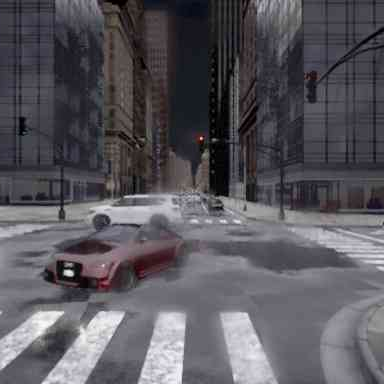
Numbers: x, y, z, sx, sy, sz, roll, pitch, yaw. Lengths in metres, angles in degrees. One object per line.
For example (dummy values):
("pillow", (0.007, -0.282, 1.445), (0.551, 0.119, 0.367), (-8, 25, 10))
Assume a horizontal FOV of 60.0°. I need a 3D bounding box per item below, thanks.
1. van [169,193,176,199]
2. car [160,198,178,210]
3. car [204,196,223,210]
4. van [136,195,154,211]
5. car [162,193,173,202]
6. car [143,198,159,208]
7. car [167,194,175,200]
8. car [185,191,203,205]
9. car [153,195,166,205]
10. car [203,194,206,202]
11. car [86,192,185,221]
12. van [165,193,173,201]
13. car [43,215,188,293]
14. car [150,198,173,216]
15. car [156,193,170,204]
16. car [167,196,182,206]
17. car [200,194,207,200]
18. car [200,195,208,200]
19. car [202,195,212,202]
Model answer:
("van", (-5.400, 1.112, 91.529), (1.690, 1.788, 3.998), (0, 0, 0))
("car", (-2.889, 1.491, 43.154), (1.994, 1.385, 4.181), (0, 0, 1))
("car", (2.844, 1.499, 40.647), (1.947, 1.339, 4.313), (0, 0, 0))
("van", (-5.680, 1.274, 40.692), (1.690, 1.788, 3.998), (0, 0, 0))
("car", (-5.494, 1.149, 74.584), (2.192, 1.841, 5.009), (0, 0, 0))
("car", (-5.650, 1.502, 46.341), (1.802, 1.307, 4.206), (0, 0, 0))
("car", (-5.433, 1.337, 85.882), (1.887, 1.381, 4.507), (0, 0, 0))
("car", (0.358, 1.115, 56.251), (2.150, 2.045, 5.566), (0, 0, 0))
("car", (-5.587, 1.330, 57.638), (1.967, 1.590, 4.097), (0, 0, 0))
("car", (2.937, 1.471, 57.594), (1.802, 1.307, 4.206), (0, 0, 0))
("car", (-3.406, 1.196, 19.979), (5.566, 2.045, 2.150), (0, 0, 0))
("van", (-5.462, 1.154, 80.233), (1.690, 1.788, 3.998), (0, 0, 0))
("car", (-1.762, 1.554, 8.919), (1.994, 1.385, 4.181), (0, 0, 27))
("car", (-2.958, 1.426, 33.195), (1.882, 1.535, 5.008), (0, 0, 0))
("car", (-5.556, 1.188, 63.287), (2.192, 1.841, 5.009), (0, 0, 0))
("car", (-2.763, 1.449, 53.508), (2.033, 1.411, 5.357), (0, 0, 1))
("car", (3.123, 1.321, 91.487), (2.008, 1.369, 4.403), (0, 0, 0))
("car", (3.092, 1.374, 85.839), (1.802, 1.307, 4.206), (0, 0, 0))
("car", (2.999, 1.399, 68.892), (1.887, 1.381, 4.507), (0, 0, 0))
